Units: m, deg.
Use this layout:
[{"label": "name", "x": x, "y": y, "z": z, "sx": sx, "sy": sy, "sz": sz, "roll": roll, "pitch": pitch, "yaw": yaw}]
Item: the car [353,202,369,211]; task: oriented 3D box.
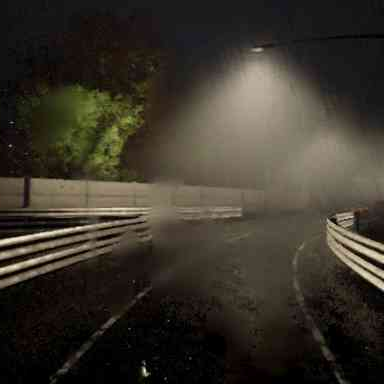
[{"label": "car", "x": 31.798, "y": 2.751, "z": 62.418, "sx": 1.837, "sy": 1.490, "sz": 4.892, "roll": 1, "pitch": -1, "yaw": 36}]

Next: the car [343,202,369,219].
[{"label": "car", "x": 19.117, "y": 2.158, "z": 38.715, "sx": 2.097, "sy": 1.767, "sz": 4.553, "roll": 1, "pitch": -1, "yaw": 36}]

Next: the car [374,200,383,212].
[{"label": "car", "x": 34.150, "y": 2.554, "z": 59.695, "sx": 2.150, "sy": 2.045, "sz": 5.566, "roll": 1, "pitch": -1, "yaw": 36}]
